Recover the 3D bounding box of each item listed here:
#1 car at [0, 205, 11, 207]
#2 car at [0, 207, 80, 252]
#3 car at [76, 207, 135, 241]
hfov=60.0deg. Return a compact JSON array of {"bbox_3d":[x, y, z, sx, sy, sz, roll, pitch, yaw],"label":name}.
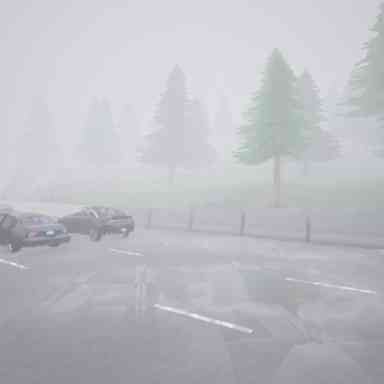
[{"bbox_3d":[-15.242,1.616,25.900,4.718,1.301,1.895,0,0,44],"label":"car"},{"bbox_3d":[-7.197,1.563,13.954,5.357,1.411,2.033,0,0,40],"label":"car"},{"bbox_3d":[-4.956,1.494,16.642,4.902,1.511,2.128,0,0,40],"label":"car"}]
